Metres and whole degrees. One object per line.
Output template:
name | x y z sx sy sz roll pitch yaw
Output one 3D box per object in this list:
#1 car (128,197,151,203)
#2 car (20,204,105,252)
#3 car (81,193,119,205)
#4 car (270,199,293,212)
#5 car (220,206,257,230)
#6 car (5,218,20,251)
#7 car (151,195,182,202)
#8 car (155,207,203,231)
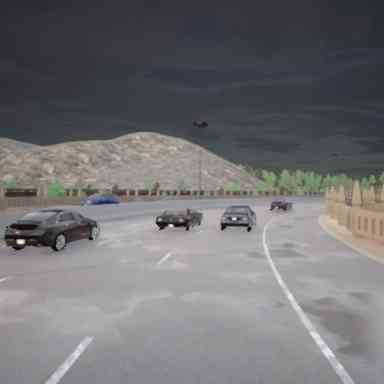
car | -6.779 1.482 45.051 2.128 1.511 4.902 0 0 26
car | -5.573 1.485 13.927 1.837 1.490 4.892 0 0 9
car | -11.741 1.191 42.736 2.150 2.045 5.566 0 0 24
car | 11.052 1.579 40.958 1.837 1.490 4.892 0 0 29
car | 3.041 1.573 21.209 2.033 1.411 5.357 0 0 15
car | -3.311 1.206 1.382 2.150 2.045 5.566 0 0 1
car | -3.074 1.357 44.678 2.097 1.767 4.553 0 0 27
car | -0.635 1.608 20.822 1.895 1.301 4.718 0 0 14
